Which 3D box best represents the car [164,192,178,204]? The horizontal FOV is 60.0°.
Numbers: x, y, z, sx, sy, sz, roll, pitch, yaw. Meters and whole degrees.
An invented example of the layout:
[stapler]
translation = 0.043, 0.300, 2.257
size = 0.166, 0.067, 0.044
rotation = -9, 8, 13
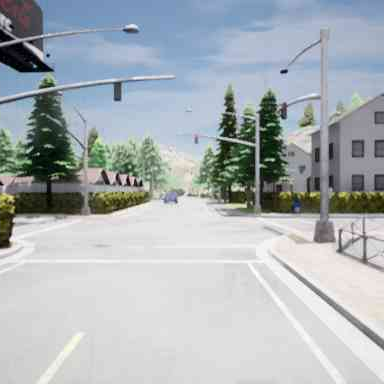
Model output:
[car]
translation = -3.550, 0.989, 56.428
size = 2.150, 2.045, 5.566
rotation = 0, 0, 0
